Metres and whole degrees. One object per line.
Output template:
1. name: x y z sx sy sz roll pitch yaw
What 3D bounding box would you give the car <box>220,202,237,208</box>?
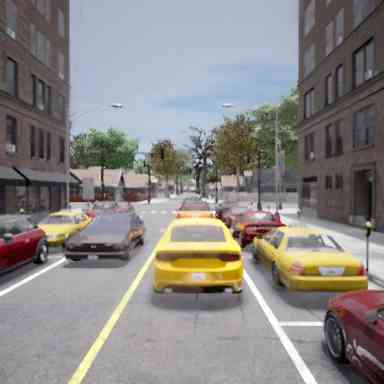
1. car: 2.698 1.435 19.501 1.802 1.307 4.206 0 0 0

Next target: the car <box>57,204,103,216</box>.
1. car: -5.345 1.421 13.836 1.752 1.417 4.829 0 0 0

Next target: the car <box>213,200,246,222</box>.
1. car: 2.716 1.379 25.019 1.947 1.339 4.313 0 0 0

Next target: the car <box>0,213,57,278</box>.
1. car: -5.363 1.375 8.487 1.967 1.590 4.097 0 0 0

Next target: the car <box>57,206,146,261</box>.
1. car: -2.810 1.455 12.106 2.033 1.411 5.357 0 0 0

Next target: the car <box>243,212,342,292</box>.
1. car: 2.663 1.458 8.635 1.752 1.417 4.829 0 0 0

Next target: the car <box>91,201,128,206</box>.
1. car: -5.327 1.294 19.524 1.967 1.590 4.097 0 0 0

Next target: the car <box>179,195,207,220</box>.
1. car: 0.086 1.153 26.704 2.097 1.767 4.553 0 0 0

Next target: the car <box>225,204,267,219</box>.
1. car: 2.680 1.438 13.983 1.887 1.381 4.507 0 0 0

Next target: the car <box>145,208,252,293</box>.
1. car: 0.129 1.411 8.681 1.882 1.535 5.008 0 0 0

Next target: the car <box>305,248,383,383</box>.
1. car: 2.645 1.558 2.947 1.802 1.307 4.206 0 0 0

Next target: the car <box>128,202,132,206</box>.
1. car: -5.309 1.396 25.044 1.802 1.307 4.206 0 0 0

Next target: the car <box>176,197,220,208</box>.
1. car: 0.157 1.218 17.862 2.097 1.767 4.553 0 0 0
